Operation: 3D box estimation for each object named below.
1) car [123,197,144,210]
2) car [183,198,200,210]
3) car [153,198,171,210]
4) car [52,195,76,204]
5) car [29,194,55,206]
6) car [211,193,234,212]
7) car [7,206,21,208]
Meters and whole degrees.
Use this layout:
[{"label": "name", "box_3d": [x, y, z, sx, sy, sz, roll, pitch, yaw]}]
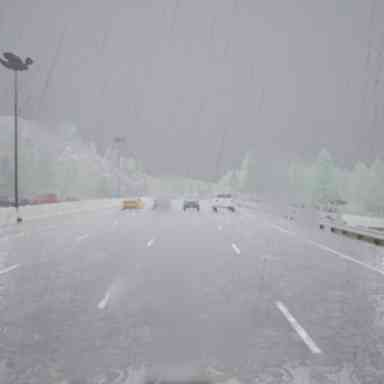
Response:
[{"label": "car", "box_3d": [-7.069, 1.379, 40.356, 1.882, 1.535, 5.008, 0, 0, 0]}, {"label": "car", "box_3d": [-0.076, 1.409, 39.741, 1.812, 1.442, 4.674, 0, 0, 0]}, {"label": "car", "box_3d": [-3.577, 1.418, 40.024, 1.812, 1.442, 4.674, 0, 0, 0]}, {"label": "car", "box_3d": [-17.768, 1.454, 48.086, 2.128, 1.511, 4.902, 0, 0, 0]}, {"label": "car", "box_3d": [-21.266, 1.190, 47.830, 2.150, 2.045, 5.566, 0, 0, 0]}, {"label": "car", "box_3d": [3.440, 1.094, 37.625, 2.150, 2.045, 5.566, 0, 0, 0]}, {"label": "car", "box_3d": [-24.762, 1.525, 47.887, 2.033, 1.411, 5.357, 0, 0, 0]}]
